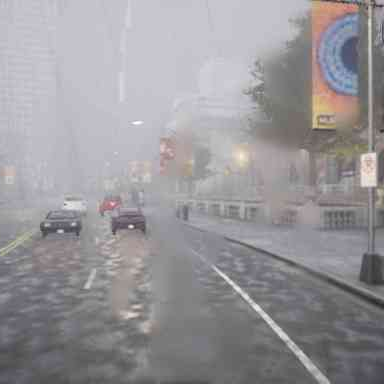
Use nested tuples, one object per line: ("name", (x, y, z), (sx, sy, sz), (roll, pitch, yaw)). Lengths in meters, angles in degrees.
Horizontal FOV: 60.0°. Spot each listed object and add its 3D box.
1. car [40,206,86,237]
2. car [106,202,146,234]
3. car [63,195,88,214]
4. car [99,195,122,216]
("car", (-7.192, 1.667, 18.697), (1.895, 1.301, 4.718), (0, 0, -17))
("car", (-3.894, 1.572, 19.792), (1.837, 1.490, 4.892), (0, 0, -16))
("car", (-11.777, 1.339, 33.580), (2.150, 2.045, 5.566), (0, 0, -17))
("car", (-8.446, 1.339, 34.655), (2.150, 2.045, 5.566), (0, 0, -17))
